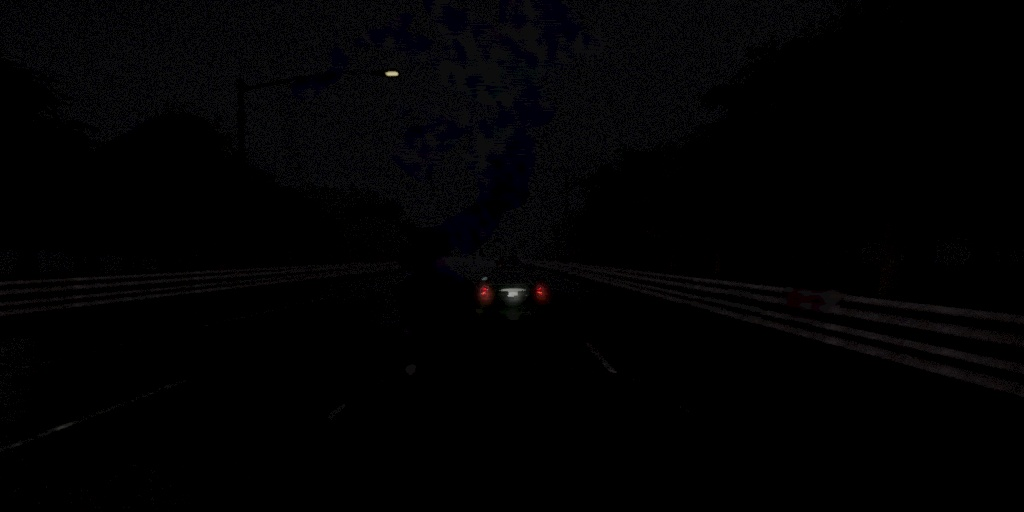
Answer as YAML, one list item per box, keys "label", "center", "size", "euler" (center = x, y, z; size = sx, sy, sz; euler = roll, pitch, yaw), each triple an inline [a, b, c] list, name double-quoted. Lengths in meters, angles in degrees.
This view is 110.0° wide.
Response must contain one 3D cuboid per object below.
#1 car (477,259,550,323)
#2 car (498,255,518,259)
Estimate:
- label: "car"
  center: [0.024, 1.101, 12.234]
  size: [2.097, 1.767, 4.553]
  euler: [0, 0, -1]
- label: "car"
  center: [-0.349, 0.971, 30.949]
  size: [2.150, 2.045, 5.566]
  euler: [0, 0, -2]
